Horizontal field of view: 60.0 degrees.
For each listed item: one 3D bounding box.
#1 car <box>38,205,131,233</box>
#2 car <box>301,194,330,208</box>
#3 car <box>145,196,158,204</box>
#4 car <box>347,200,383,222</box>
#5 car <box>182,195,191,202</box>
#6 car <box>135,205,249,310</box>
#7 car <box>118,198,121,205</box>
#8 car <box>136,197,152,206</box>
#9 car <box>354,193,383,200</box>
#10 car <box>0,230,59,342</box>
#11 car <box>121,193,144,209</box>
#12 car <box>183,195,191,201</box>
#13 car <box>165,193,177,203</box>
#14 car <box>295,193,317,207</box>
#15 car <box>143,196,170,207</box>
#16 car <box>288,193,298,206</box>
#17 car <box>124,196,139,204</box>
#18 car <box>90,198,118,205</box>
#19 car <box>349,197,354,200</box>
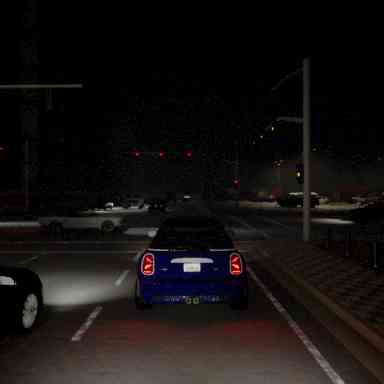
[{"bbox_3d":[-6.206,1.626,19.377,4.718,1.301,1.895,0,0,0],"label":"car"},{"bbox_3d":[20.870,1.451,55.713,3.806,1.475,1.970,0,0,0],"label":"car"},{"bbox_3d":[-8.066,1.492,66.478,2.128,1.511,4.902,0,0,0],"label":"car"},{"bbox_3d":[15.017,1.581,26.717,4.674,1.442,1.812,0,0,-1],"label":"car"},{"bbox_3d":[-1.108,1.595,72.469,1.895,1.301,4.718,0,0,-1],"label":"car"},{"bbox_3d":[-0.023,1.352,8.003,2.097,1.767,4.553,0,0,-1],"label":"car"},{"bbox_3d":[-11.469,1.601,51.717,1.895,1.301,4.718,0,0,0],"label":"car"},{"bbox_3d":[-8.005,1.601,55.830,1.895,1.301,4.718,0,0,0],"label":"car"},{"bbox_3d":[35.838,1.209,66.902,4.605,1.855,1.932,0,0,0],"label":"car"},{"bbox_3d":[-3.489,1.505,3.839,1.837,1.490,4.892,0,0,0],"label":"car"},{"bbox_3d":[-7.913,1.221,45.803,2.150,2.045,5.566,0,0,-3],"label":"car"},{"bbox_3d":[-1.219,1.386,82.537,1.812,1.442,4.674,0,0,-1],"label":"car"},{"bbox_3d":[-4.604,1.215,72.108,2.150,2.045,5.566,0,0,-1],"label":"car"},{"bbox_3d":[20.860,1.419,58.608,3.905,1.438,1.784,0,0,0],"label":"car"},{"bbox_3d":[-3.949,1.545,38.019,2.033,1.411,5.357,0,0,-2],"label":"car"},{"bbox_3d":[20.798,1.209,61.291,4.605,1.855,1.932,0,0,0],"label":"car"},{"bbox_3d":[-11.557,1.477,63.547,1.882,1.535,5.008,0,0,0],"label":"car"},{"bbox_3d":[-11.364,1.547,42.129,2.033,1.411,5.357,0,0,0],"label":"car"},{"bbox_3d":[35.890,1.419,69.798,3.905,1.438,1.784,0,0,0],"label":"car"}]
